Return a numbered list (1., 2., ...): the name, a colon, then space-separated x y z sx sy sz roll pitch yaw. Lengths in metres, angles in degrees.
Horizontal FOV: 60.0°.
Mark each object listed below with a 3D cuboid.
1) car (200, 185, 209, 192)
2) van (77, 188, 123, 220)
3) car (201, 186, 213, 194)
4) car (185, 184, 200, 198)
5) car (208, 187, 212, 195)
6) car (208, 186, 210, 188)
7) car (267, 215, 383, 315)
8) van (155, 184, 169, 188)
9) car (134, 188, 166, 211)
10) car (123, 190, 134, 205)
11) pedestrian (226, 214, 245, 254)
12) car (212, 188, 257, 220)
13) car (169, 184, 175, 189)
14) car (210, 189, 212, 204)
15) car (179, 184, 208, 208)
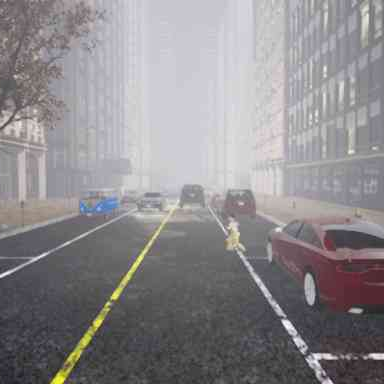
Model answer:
1. car: 2.668 -0.783 71.820 1.947 1.339 4.313 0 2 0
2. van: -5.701 0.675 20.559 1.690 1.788 3.998 0 2 0
3. car: 2.671 -0.403 60.430 1.947 1.339 4.313 0 2 0
4. car: 0.068 -0.189 47.489 2.097 1.767 4.553 0 2 0
5. car: 2.678 0.511 31.953 1.887 1.381 4.507 0 2 0
6. car: 2.674 -0.073 49.208 1.752 1.417 4.829 0 2 0
7. car: 2.998 1.241 7.268 1.882 1.535 5.008 0 2 0
8. van: -5.711 -0.628 60.425 1.690 1.788 3.998 0 2 0
9. car: -3.105 0.675 26.279 1.812 1.442 4.674 0 2 0
10. car: -5.702 0.517 31.953 2.008 1.369 4.403 0 2 0
11. pedestrian: 1.329 1.240 10.269 0.375 1.300 0.375 0 2 0
12. car: 2.680 0.649 20.555 2.192 1.841 5.009 0 2 0
13. car: -5.718 -1.571 94.601 1.887 1.381 4.507 0 2 0
14. car: 2.679 0.670 26.426 1.752 1.417 4.829 0 2 0
15. car: 0.059 0.256 29.875 2.150 2.045 5.566 0 2 0
